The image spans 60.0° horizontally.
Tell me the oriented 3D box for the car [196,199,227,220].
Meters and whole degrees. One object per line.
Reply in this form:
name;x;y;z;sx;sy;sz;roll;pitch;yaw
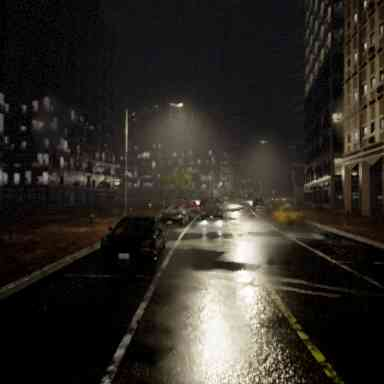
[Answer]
car;1.770;1.575;28.594;2.033;1.411;5.357;0;0;5

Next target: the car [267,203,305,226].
car;6.787;1.575;23.821;1.752;1.417;4.829;1;0;5

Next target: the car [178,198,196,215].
car;-0.191;1.607;34.874;1.802;1.307;4.206;1;0;7

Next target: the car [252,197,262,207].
car;10.454;1.657;52.379;1.947;1.339;4.313;1;0;10

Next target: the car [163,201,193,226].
car;-1.275;1.574;23.581;1.947;1.339;4.313;1;0;4

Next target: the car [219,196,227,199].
car;5.349;1.656;67.687;2.008;1.369;4.403;1;0;12

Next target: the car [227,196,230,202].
car;7.900;1.691;78.198;2.008;1.369;4.403;1;0;14

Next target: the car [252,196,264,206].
car;11.501;1.543;57.969;1.967;1.590;4.097;1;0;11

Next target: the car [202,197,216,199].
car;2.172;1.626;51.543;1.947;1.339;4.313;1;0;9

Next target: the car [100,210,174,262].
car;-1.950;1.562;12.199;1.947;1.339;4.313;2;0;2

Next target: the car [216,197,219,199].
car;3.110;1.600;56.789;1.752;1.417;4.829;1;0;11

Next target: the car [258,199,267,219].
car;7.294;1.621;29.475;1.947;1.339;4.313;1;0;6
